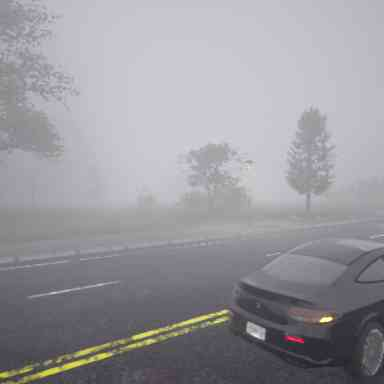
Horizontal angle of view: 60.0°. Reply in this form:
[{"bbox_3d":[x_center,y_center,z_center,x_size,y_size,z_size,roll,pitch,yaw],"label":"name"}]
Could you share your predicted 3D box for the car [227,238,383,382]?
[{"bbox_3d":[2.636,1.491,5.358,4.674,1.442,1.812,0,0,-36],"label":"car"}]
